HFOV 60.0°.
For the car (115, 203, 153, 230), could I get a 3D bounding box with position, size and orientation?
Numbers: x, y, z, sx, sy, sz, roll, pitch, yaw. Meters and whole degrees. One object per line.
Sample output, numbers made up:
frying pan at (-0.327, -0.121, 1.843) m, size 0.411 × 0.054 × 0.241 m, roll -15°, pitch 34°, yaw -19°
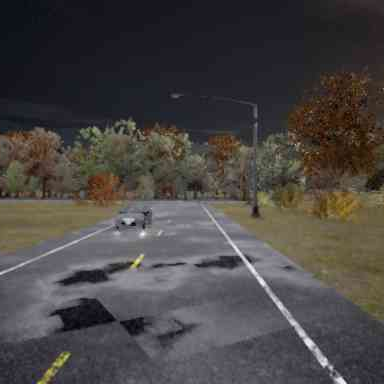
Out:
car at (-3.602, 1.477, 21.308) m, size 2.128 × 1.511 × 4.902 m, roll 0°, pitch 0°, yaw 0°
